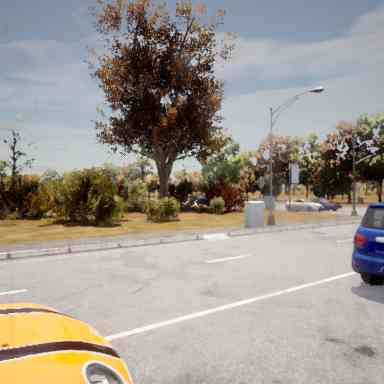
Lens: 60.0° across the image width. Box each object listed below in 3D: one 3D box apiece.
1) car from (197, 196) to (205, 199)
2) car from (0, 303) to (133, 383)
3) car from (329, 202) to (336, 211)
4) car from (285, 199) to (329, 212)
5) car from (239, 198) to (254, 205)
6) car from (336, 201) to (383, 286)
[{"bbox_3d":[2.700,1.436,54.769,1.882,1.535,5.008,0,0,-33],"label":"car"},{"bbox_3d":[-2.578,1.352,1.906,4.553,1.767,2.097,0,0,-35],"label":"car"},{"bbox_3d":[15.684,1.544,41.009,2.033,1.411,5.357,0,0,-32],"label":"car"},{"bbox_3d":[12.999,1.523,38.703,1.812,1.442,4.674,0,0,-32],"label":"car"},{"bbox_3d":[7.901,1.466,53.198,2.128,1.511,4.902,0,0,-33],"label":"car"},{"bbox_3d":[6.186,1.221,8.170,5.566,2.045,2.150,0,0,-35],"label":"car"}]
